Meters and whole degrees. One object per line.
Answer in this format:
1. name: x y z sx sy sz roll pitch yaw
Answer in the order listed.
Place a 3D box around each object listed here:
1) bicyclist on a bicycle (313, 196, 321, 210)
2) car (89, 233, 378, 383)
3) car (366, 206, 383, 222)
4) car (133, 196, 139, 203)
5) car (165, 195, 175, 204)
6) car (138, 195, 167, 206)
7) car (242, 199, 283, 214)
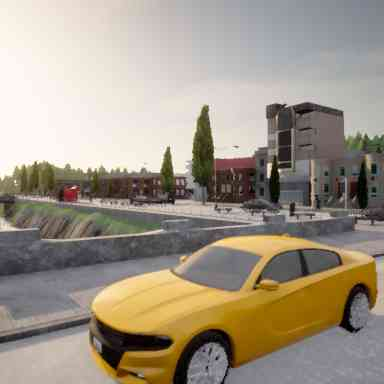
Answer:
1. bicyclist on a bicycle: 14.937 1.349 39.677 1.656 1.620 0.582 0 0 -35
2. car: 0.961 1.477 5.255 5.008 1.535 1.882 0 0 -35
3. car: 15.501 1.548 24.015 2.033 1.411 5.357 0 0 -29
4. car: -10.758 1.526 68.554 1.812 1.442 4.674 0 0 -36
5. car: -5.033 1.352 60.513 2.097 1.767 4.553 0 0 -36
6. car: -6.616 1.601 55.610 1.895 1.301 4.718 0 0 -35
7. car: 7.513 1.504 35.626 1.837 1.490 4.892 0 0 -35
